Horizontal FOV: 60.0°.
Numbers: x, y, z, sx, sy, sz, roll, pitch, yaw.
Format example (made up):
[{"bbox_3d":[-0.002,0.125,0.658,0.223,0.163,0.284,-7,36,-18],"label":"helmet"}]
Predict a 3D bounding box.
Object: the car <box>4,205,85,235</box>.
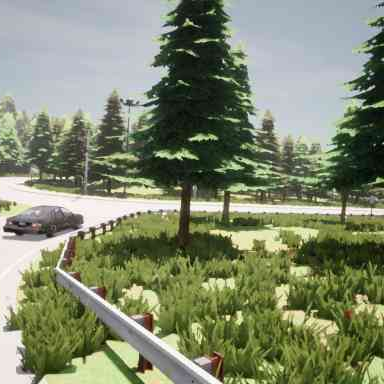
[{"bbox_3d":[-7.401,1.412,17.297,2.033,1.411,5.357,4,1,3],"label":"car"}]
